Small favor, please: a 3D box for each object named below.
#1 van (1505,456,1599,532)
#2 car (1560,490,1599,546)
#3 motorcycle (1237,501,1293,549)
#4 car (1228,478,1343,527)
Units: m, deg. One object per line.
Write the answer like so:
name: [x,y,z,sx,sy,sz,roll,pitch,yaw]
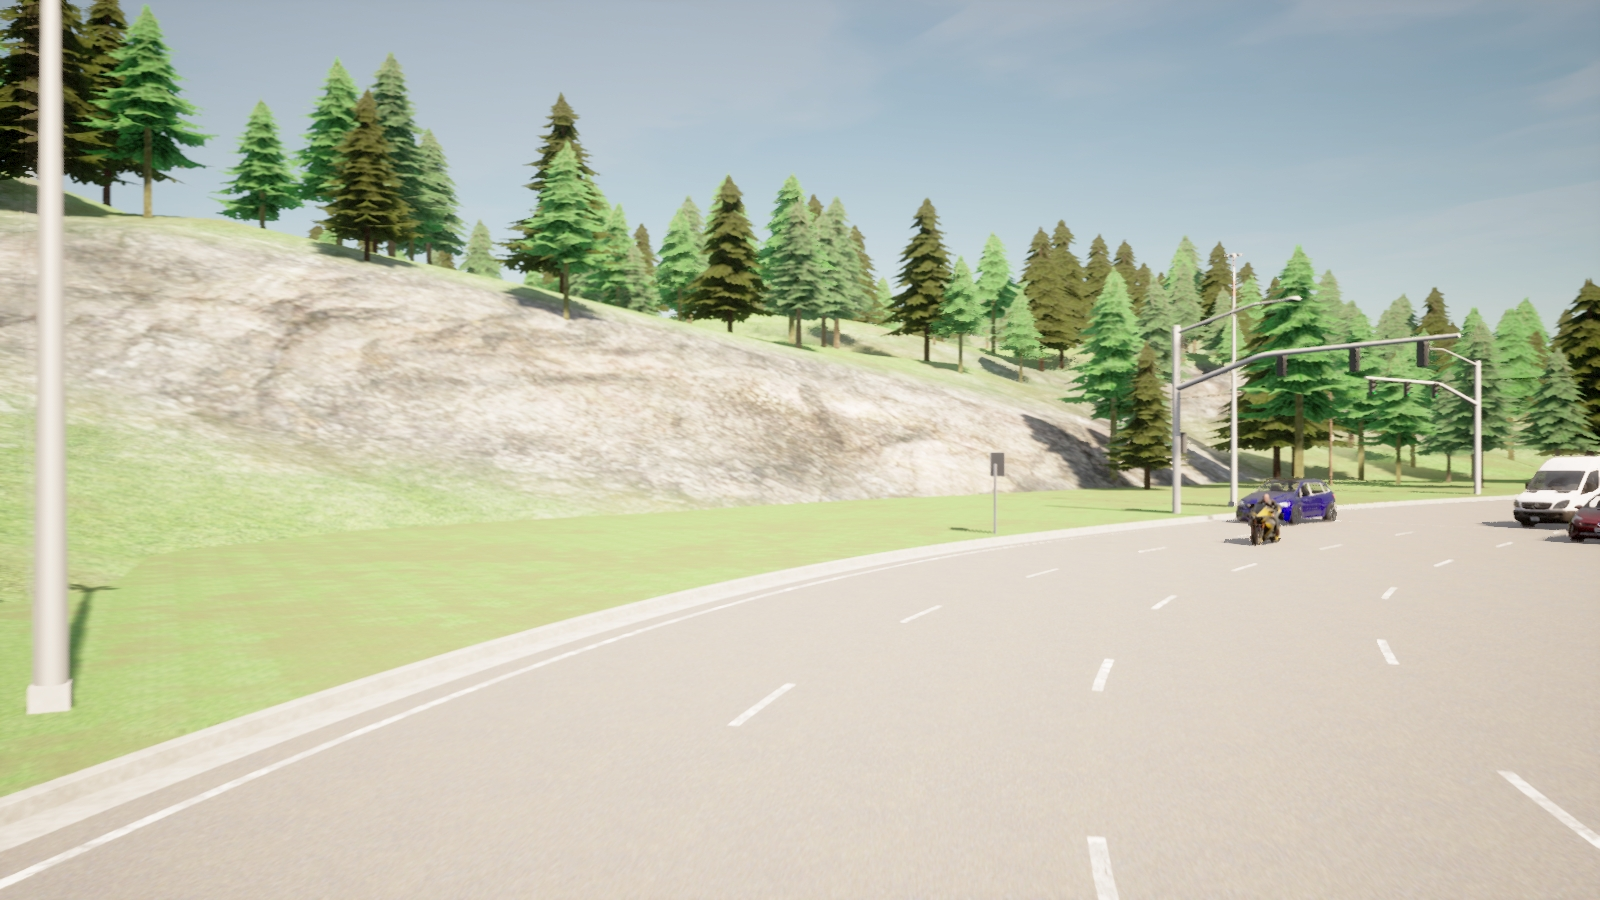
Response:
van: [28.007,1.513,40.791,5.915,2.561,1.988,0,-1,-27]
car: [24.903,2.022,34.569,4.514,1.525,2.007,0,0,-41]
motorcycle: [13.667,2.185,33.519,0.867,1.251,2.209,2,1,40]
car: [18.520,1.942,43.499,4.611,1.667,2.242,0,0,-41]
